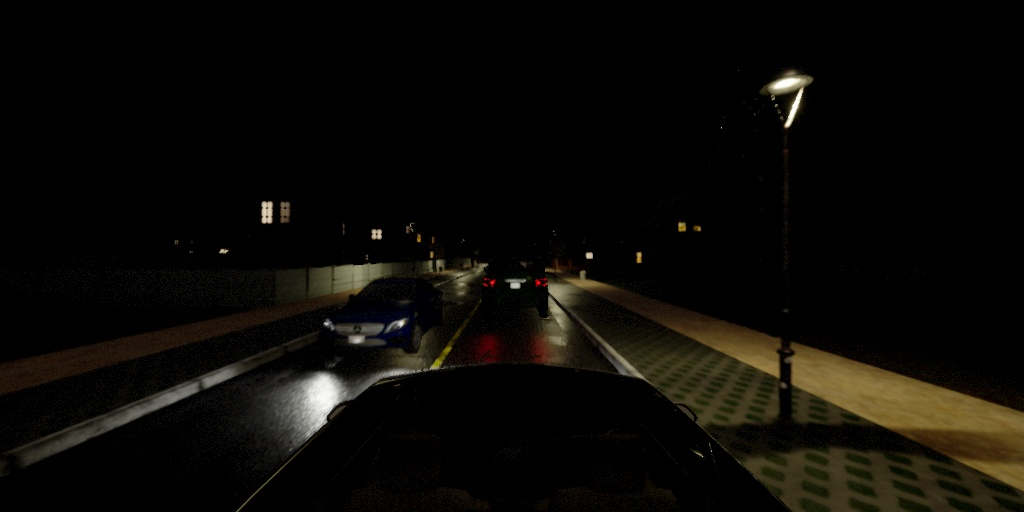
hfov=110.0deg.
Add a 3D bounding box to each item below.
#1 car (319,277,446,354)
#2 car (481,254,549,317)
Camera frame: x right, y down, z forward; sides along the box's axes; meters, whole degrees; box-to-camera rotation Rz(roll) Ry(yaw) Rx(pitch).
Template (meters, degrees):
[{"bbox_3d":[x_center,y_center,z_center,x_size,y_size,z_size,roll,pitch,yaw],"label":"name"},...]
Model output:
[{"bbox_3d":[-2.848,1.267,8.904,1.812,1.442,4.674,0,0,0],"label":"car"},{"bbox_3d":[0.097,0.958,13.304,2.150,2.045,5.566,0,0,0],"label":"car"}]
